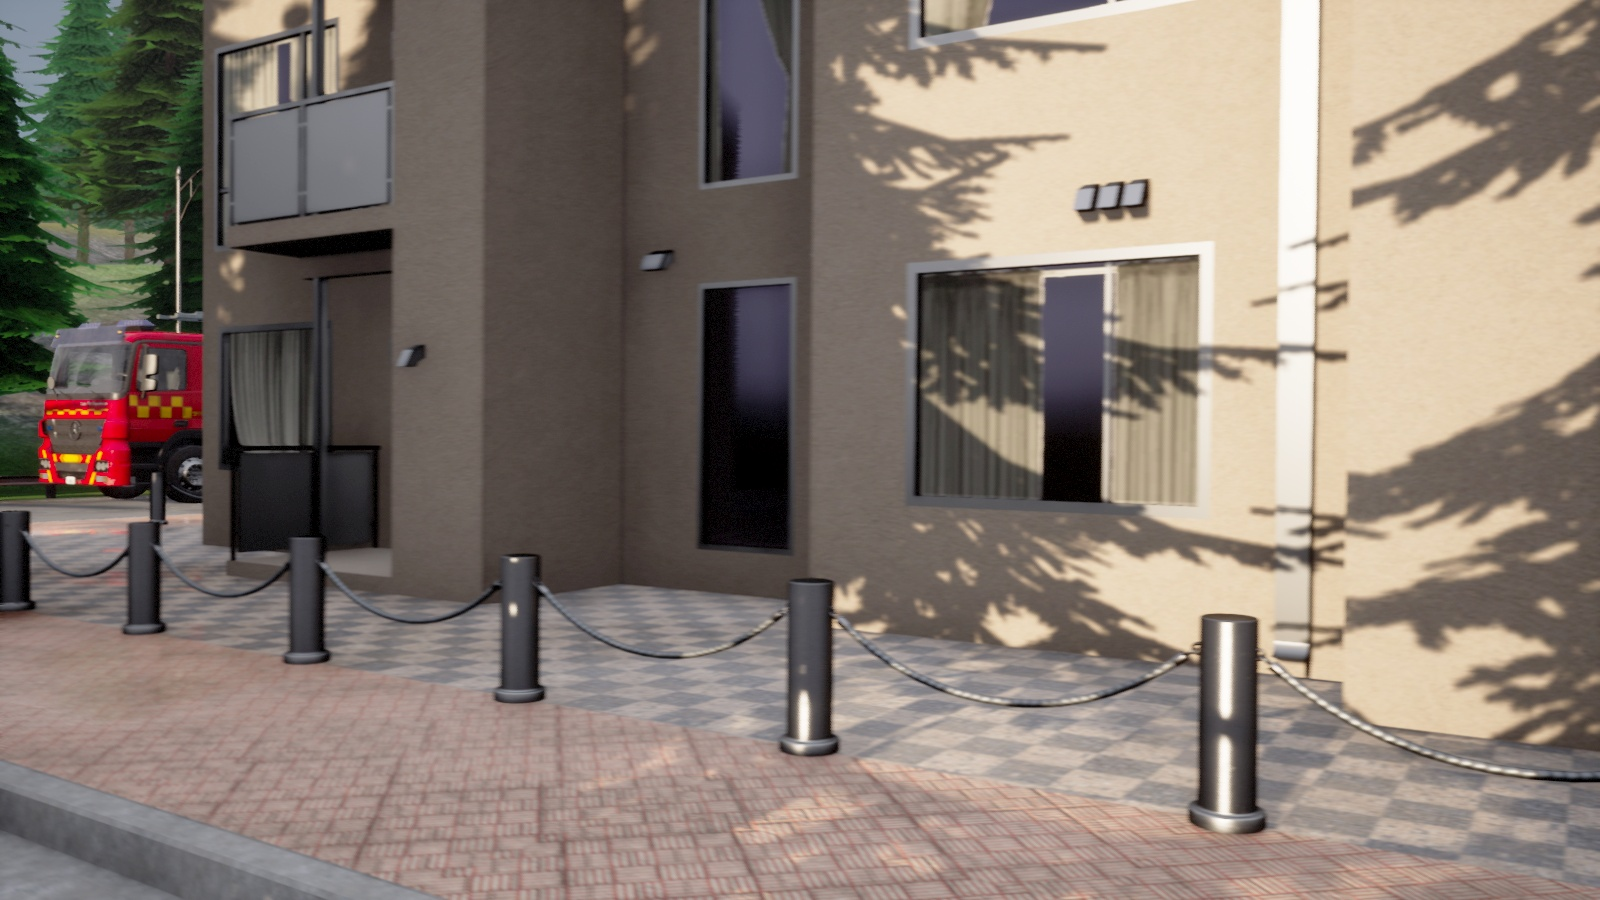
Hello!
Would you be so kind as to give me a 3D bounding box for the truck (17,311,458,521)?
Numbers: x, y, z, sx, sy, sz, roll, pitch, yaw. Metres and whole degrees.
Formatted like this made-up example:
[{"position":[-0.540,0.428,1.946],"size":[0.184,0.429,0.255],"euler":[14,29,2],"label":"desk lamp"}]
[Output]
[{"position":[-11.700,-0.684,27.225],"size":[2.891,3.827,8.468],"euler":[0,1,33],"label":"truck"}]
